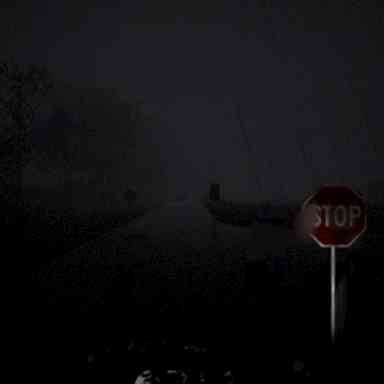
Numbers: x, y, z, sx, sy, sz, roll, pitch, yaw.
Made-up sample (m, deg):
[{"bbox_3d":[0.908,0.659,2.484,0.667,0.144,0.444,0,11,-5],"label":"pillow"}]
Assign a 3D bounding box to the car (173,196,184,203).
[{"bbox_3d":[-2.625,1.404,65.560,1.994,1.385,4.181,0,0,0],"label":"car"}]
